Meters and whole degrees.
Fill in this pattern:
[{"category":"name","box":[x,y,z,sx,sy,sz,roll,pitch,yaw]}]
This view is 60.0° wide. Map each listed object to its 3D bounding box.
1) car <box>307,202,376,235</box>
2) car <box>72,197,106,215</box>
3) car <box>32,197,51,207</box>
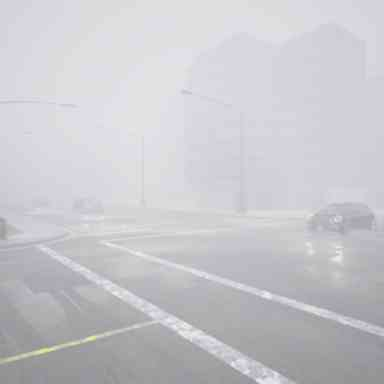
[{"category":"car","box":[8.609,1.381,19.103,4.553,1.767,2.097,0,0,-38]},{"category":"car","box":[-10.438,1.349,33.601,2.097,1.767,4.553,0,0,-36]},{"category":"car","box":[-22.828,1.475,50.479,1.882,1.535,5.008,0,0,-36]}]
